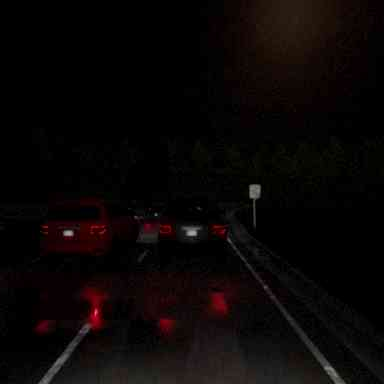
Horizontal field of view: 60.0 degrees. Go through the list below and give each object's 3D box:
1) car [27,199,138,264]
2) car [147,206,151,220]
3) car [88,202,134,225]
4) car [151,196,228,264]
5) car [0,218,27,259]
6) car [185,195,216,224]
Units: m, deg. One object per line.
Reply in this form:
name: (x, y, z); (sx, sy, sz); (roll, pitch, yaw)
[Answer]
car: (-3.447, 1.255, 12.107); (2.150, 2.045, 5.566); (0, 0, 1)
car: (-2.548, 1.565, 28.363); (2.128, 1.511, 4.902); (0, 0, 6)
car: (-6.249, 1.616, 26.411); (2.033, 1.411, 5.357); (0, 0, 4)
car: (0.053, 1.255, 12.131); (2.150, 2.045, 5.566); (0, 0, 1)
car: (-6.920, 1.634, 12.677); (1.895, 1.301, 4.718); (0, 0, 2)
car: (0.817, 1.293, 26.954); (2.150, 2.045, 5.566); (0, 0, 4)
